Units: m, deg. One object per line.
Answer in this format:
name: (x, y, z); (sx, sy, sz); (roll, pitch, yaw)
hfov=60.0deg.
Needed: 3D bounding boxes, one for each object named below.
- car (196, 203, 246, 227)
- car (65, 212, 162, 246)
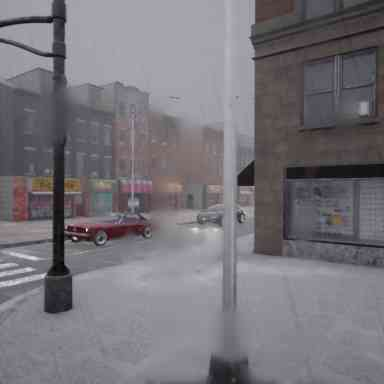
car: (2.185, 1.575, 23.958); (1.837, 1.490, 4.892); (0, 0, 35)
car: (-3.643, 1.640, 15.767); (1.895, 1.301, 4.718); (0, 0, 35)
